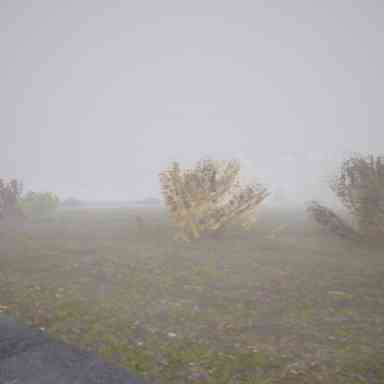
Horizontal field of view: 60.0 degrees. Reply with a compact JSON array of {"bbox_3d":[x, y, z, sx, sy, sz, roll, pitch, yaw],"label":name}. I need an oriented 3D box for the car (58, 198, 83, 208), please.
[{"bbox_3d":[-17.522,1.481,46.905,1.994,1.385,4.181,0,-1,36],"label":"car"}]

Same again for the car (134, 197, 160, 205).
[{"bbox_3d":[-8.079,1.642,59.958,2.033,1.411,5.357,0,-1,36],"label":"car"}]
